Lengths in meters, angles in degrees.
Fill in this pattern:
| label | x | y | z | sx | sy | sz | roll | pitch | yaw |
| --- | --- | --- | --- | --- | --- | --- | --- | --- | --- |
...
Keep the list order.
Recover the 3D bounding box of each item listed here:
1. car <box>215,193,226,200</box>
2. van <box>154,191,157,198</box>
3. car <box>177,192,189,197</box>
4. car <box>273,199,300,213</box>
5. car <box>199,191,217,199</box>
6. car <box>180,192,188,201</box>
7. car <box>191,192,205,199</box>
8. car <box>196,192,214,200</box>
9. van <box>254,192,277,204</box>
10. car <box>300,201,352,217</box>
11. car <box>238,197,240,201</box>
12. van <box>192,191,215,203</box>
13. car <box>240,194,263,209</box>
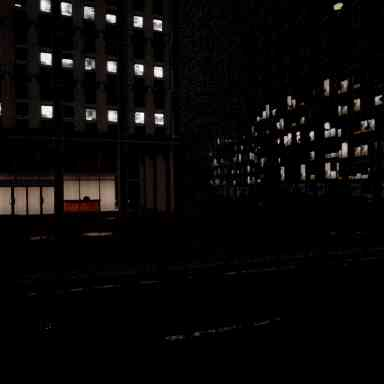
| label | x | y | z | sx | sy | sz | roll | pitch | yaw |
| --- | --- | --- | --- | --- | --- | --- | --- | --- | --- |
| car | 5.625 | 0.954 | 69.635 | 1.802 | 1.307 | 4.206 | 0 | 1 | -21 |
| van | -8.340 | 0.687 | 82.517 | 1.690 | 1.788 | 3.998 | 0 | 1 | -21 |
| car | -2.572 | 0.710 | 90.840 | 2.008 | 1.369 | 4.403 | 0 | 1 | -21 |
| car | 9.998 | 1.400 | 34.769 | 1.802 | 1.307 | 4.206 | 0 | 1 | -21 |
| car | 3.574 | 0.634 | 74.934 | 2.192 | 1.841 | 5.009 | 0 | 1 | -21 |
| car | -2.192 | 1.056 | 66.615 | 2.008 | 1.369 | 4.403 | 0 | 1 | -21 |
| car | 1.525 | 0.706 | 80.236 | 1.967 | 1.590 | 4.097 | 0 | 1 | -21 |
| car | 2.756 | 0.880 | 69.852 | 1.882 | 1.535 | 5.008 | -1 | 1 | -21 |
| van | 11.771 | 0.871 | 53.728 | 1.690 | 1.788 | 3.998 | 0 | 1 | -21 |
| car | 12.031 | 1.435 | 29.459 | 1.947 | 1.339 | 4.313 | 0 | 1 | -21 |
| car | 9.723 | 1.060 | 59.032 | 1.802 | 1.307 | 4.206 | 0 | 1 | -21 |
| van | 1.906 | 0.952 | 56.010 | 1.690 | 1.788 | 3.998 | 0 | 1 | -21 |
| car | 8.003 | 1.332 | 40.091 | 1.947 | 1.339 | 4.313 | 0 | 1 | -21 |
